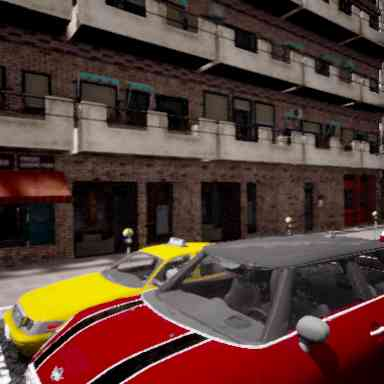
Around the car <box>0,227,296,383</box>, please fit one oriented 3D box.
[{"bbox_3d":[-0.463,1.524,5.780,4.829,1.417,1.752,0,-1,-36],"label":"car"}]

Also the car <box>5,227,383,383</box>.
[{"bbox_3d":[0.701,1.351,3.572,4.553,1.767,2.097,0,0,-36],"label":"car"}]
